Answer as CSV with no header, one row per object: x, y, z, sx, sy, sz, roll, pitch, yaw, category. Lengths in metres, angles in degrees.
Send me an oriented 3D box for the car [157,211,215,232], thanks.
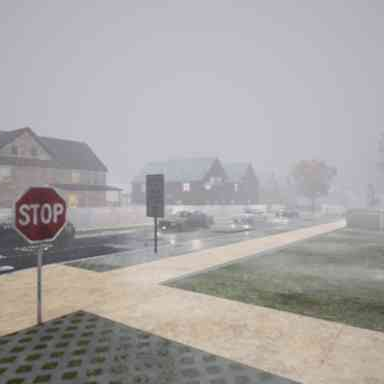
-0.331,2.063,24.217,2.033,1.411,5.357,0,-2,35,car

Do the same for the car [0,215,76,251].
-7.374,1.714,14.247,2.128,1.511,4.902,0,-2,35,car

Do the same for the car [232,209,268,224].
5.744,2.380,32.795,1.895,1.301,4.718,0,-2,35,car

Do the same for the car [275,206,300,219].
11.938,2.551,41.493,2.128,1.511,4.902,-1,-2,36,car
